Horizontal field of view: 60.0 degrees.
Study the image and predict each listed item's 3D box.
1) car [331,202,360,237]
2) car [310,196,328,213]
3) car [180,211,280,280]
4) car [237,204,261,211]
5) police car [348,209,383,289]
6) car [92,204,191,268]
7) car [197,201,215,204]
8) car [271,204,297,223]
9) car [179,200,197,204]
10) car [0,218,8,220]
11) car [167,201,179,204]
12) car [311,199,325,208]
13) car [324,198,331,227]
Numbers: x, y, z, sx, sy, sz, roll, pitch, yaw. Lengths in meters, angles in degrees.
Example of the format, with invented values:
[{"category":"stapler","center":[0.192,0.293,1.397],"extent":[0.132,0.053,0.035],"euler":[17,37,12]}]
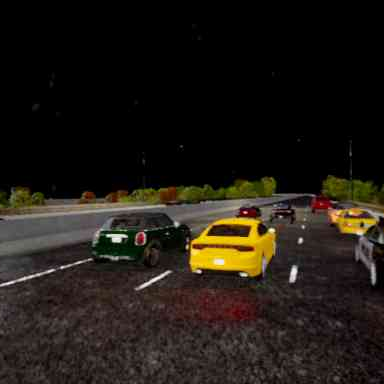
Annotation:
[{"category":"car","center":[9.082,1.588,18.622],"extent":[1.801,1.575,5.366],"euler":[-1,-1,19]},{"category":"car","center":[16.188,1.555,41.872],"extent":[2.150,2.045,5.566],"euler":[-1,-1,19]},{"category":"car","center":[1.494,1.588,10.511],"extent":[1.882,1.535,5.008],"euler":[-1,-1,19]},{"category":"car","center":[5.608,1.891,32.637],"extent":[1.994,1.385,4.181],"euler":[-1,-1,19]},{"category":"police car","center":[5.721,1.479,9.120],"extent":[1.930,1.638,5.238],"euler":[-1,-1,19]},{"category":"car","center":[-1.606,1.511,12.234],"extent":[2.097,1.767,4.553],"euler":[-1,-1,19]},{"category":"car","center":[3.046,2.185,57.399],"extent":[2.033,1.411,5.357],"euler":[-1,-1,20]},{"category":"car","center":[7.702,1.746,28.065],"extent":[2.128,1.511,4.902],"euler":[-1,-1,19]},{"category":"car","center":[0.016,2.166,59.294],"extent":[1.882,1.535,5.008],"euler":[-1,-1,20]},{"category":"car","center":[-11.355,1.831,16.761],"extent":[1.812,1.442,4.674],"euler":[-1,-1,19]},{"category":"car","center":[-3.349,2.295,60.259],"extent":[1.994,1.385,4.181],"euler":[-1,-1,20]},{"category":"car","center":[21.931,1.956,58.098],"extent":[2.128,1.511,4.902],"euler":[-1,-1,19]},{"category":"car","center":[11.008,1.528,24.073],"extent":[2.097,1.767,4.553],"euler":[-1,-1,19]}]
